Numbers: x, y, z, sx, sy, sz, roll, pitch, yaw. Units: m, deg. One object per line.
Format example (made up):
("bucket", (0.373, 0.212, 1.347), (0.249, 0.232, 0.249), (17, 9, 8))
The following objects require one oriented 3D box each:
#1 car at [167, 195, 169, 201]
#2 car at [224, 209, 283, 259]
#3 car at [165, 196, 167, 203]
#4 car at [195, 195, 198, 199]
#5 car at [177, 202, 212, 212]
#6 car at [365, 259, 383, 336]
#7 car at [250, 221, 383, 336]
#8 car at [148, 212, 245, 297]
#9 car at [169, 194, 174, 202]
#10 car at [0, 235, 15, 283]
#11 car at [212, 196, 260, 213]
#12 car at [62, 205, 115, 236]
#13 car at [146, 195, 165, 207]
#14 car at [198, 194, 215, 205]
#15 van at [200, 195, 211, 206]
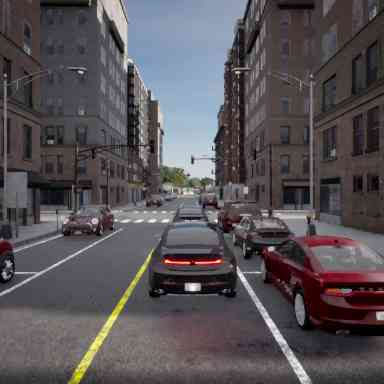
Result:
("car", (-5.831, 1.548, 61.612), (2.008, 1.369, 4.403), (0, 0, 0))
("car", (2.556, 1.551, 12.420), (2.008, 1.369, 4.403), (0, 0, 0))
("car", (-5.795, 1.564, 56.109), (1.947, 1.339, 4.313), (0, 0, 0))
("car", (2.270, 1.313, 61.669), (2.192, 1.841, 5.009), (0, 0, 0))
("car", (-0.058, 1.505, 17.975), (1.837, 1.490, 4.892), (0, 0, 0))
("car", (2.634, 1.440, 1.056), (1.967, 1.590, 4.097), (0, 0, 0))
("car", (2.595, 1.545, 6.738), (1.887, 1.381, 4.507), (0, 0, 0))
("car", (0.014, 1.505, 8.559), (1.837, 1.490, 4.892), (0, 0, 0))
("car", (-5.937, 1.541, 78.124), (1.887, 1.381, 4.507), (0, 0, 0))
("car", (-5.430, 1.440, 6.683), (1.967, 1.590, 4.097), (0, 0, 0))
("car", (2.517, 1.315, 18.102), (2.192, 1.841, 5.009), (0, 0, 0))
("car", (-5.507, 1.440, 18.047), (1.967, 1.590, 4.097), (0, 0, 0))
("car", (-5.760, 1.314, 50.605), (2.192, 1.841, 5.009), (0, 0, 0))
("car", (2.396, 1.314, 45.158), (2.192, 1.841, 5.009), (0, 0, 0))
("van", (2.312, 1.339, 56.165), (1.690, 1.788, 3.998), (0, 0, 0))
